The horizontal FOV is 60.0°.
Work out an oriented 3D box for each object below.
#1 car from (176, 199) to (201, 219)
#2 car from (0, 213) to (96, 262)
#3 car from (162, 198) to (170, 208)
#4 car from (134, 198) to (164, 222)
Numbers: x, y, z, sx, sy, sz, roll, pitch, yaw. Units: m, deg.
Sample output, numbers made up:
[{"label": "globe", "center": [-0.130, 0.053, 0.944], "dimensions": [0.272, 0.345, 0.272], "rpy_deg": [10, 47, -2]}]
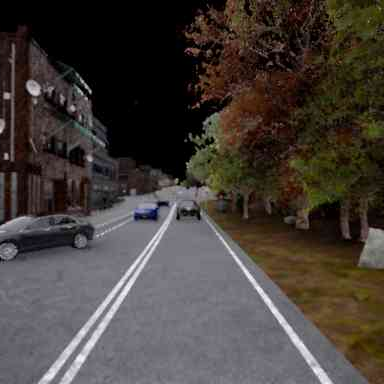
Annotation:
[{"label": "car", "center": [-0.349, 1.480, 30.502], "dimensions": [2.097, 1.767, 4.553], "rpy_deg": [0, 0, -2]}, {"label": "car", "center": [-6.028, 1.609, 12.813], "dimensions": [1.837, 1.490, 4.892], "rpy_deg": [-1, 0, 34]}, {"label": "car", "center": [-4.339, 1.625, 49.876], "dimensions": [1.895, 1.301, 4.718], "rpy_deg": [0, 1, -2]}, {"label": "car", "center": [-3.735, 1.606, 28.271], "dimensions": [1.882, 1.535, 5.008], "rpy_deg": [0, 1, -2]}]
